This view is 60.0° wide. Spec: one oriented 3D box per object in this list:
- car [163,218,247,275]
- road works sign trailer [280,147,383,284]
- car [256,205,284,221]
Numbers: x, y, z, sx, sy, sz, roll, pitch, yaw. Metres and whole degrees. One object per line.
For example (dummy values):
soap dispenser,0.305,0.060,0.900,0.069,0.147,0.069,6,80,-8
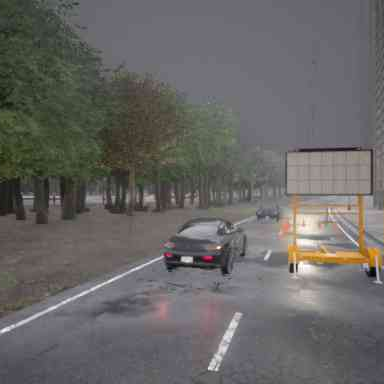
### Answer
car,0.578,1.561,10.615,1.812,1.442,4.674,0,0,18
road works sign trailer,3.998,0.503,9.904,2.380,3.560,2.880,0,0,12
car,6.865,1.756,28.931,1.895,1.301,4.718,0,0,20
